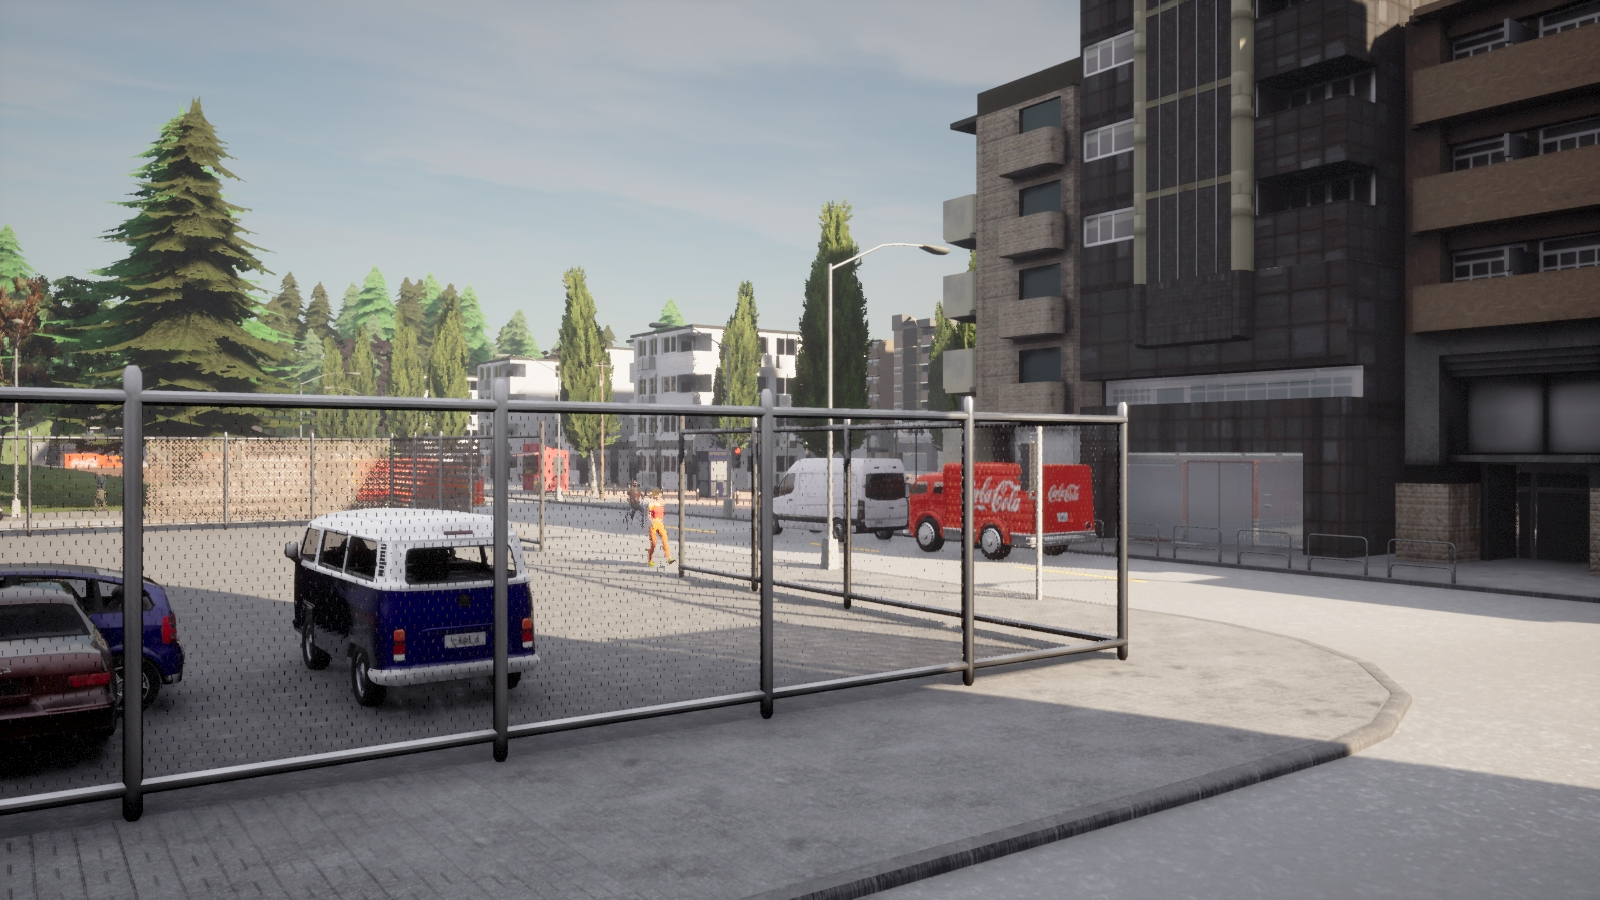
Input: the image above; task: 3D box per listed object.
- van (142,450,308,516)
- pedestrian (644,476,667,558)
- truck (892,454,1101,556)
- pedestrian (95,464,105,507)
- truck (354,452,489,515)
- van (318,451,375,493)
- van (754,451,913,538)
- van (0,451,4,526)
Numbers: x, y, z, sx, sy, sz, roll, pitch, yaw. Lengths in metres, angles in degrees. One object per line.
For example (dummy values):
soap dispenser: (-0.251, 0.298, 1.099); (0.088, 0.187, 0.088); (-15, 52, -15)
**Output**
van: (-23.838, 1.313, 47.469); (5.915, 2.561, 1.988); (0, 0, -34)
pedestrian: (-3.299, 1.524, 26.126); (0.375, 1.860, 0.375); (0, 0, -37)
truck: (5.157, 1.349, 30.740); (2.627, 2.467, 5.204); (0, 0, -35)
pedestrian: (-30.245, 1.527, 49.369); (0.375, 1.860, 0.375); (0, 0, -33)
truck: (-15.864, 1.357, 47.846); (5.204, 2.467, 2.627); (-1, -1, -22)
van: (-28.488, 1.315, 71.702); (1.988, 2.561, 5.915); (0, 0, -35)
van: (0.943, 1.314, 36.724); (1.988, 2.561, 5.915); (0, 0, -35)
van: (-30.384, 1.314, 38.452); (5.915, 2.561, 1.988); (0, 0, -35)
